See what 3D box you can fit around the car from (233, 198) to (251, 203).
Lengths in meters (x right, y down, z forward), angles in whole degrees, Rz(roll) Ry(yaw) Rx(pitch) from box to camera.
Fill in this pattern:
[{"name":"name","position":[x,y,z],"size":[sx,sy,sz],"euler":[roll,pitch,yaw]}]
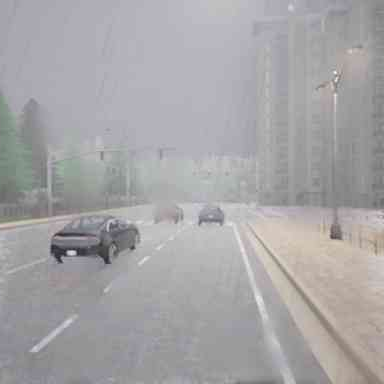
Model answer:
[{"name":"car","position":[14.197,2.486,91.868],"size":[4.718,1.301,1.895],"euler":[0,-1,-41]}]

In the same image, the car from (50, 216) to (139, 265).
[{"name":"car","position":[-3.317,1.612,12.256],"size":[2.128,1.511,4.902],"euler":[0,0,6]}]

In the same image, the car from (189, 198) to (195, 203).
[{"name":"car","position":[0.838,2.440,91.815],"size":[1.994,1.385,4.181],"euler":[0,-1,31]}]

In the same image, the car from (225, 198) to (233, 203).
[{"name":"car","position":[11.233,2.410,93.886],"size":[1.837,1.490,4.892],"euler":[-1,-1,44]}]

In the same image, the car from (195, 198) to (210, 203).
[{"name":"car","position":[3.307,2.361,89.045],"size":[1.837,1.490,4.892],"euler":[0,-1,26]}]

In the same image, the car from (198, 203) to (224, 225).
[{"name":"car","position":[1.610,1.826,26.892],"size":[1.994,1.385,4.181],"euler":[0,0,6]}]

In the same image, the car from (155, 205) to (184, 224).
[{"name":"car","position":[-1.839,1.792,27.580],"size":[1.812,1.442,4.674],"euler":[0,0,6]}]
